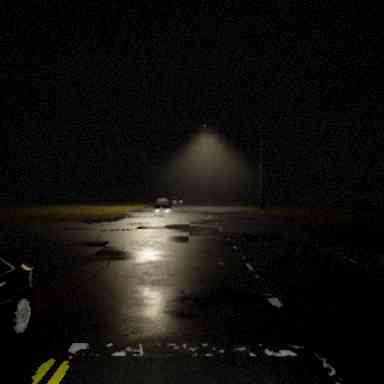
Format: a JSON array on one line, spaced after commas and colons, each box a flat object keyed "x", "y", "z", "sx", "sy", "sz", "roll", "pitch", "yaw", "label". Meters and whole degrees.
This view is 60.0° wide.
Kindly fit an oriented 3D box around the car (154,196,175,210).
[{"x": -3.655, "y": 1.443, "z": 41.934, "sx": 2.033, "sy": 1.411, "sz": 5.357, "roll": 0, "pitch": 0, "yaw": 0, "label": "car"}]

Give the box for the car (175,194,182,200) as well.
[{"x": -3.362, "y": 1.241, "z": 80.042, "sx": 1.837, "sy": 1.490, "sz": 4.892, "roll": 0, "pitch": 0, "yaw": 4, "label": "car"}]

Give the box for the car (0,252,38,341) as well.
[{"x": -3.505, "y": 1.514, "z": 3.712, "sx": 1.837, "sy": 1.490, "sz": 4.892, "roll": 0, "pitch": 0, "yaw": 0, "label": "car"}]
